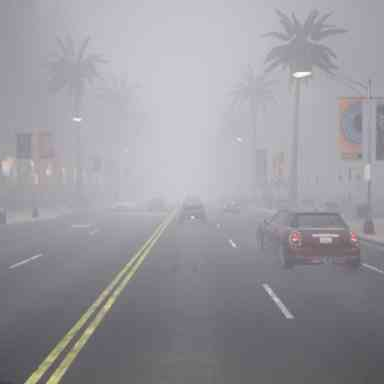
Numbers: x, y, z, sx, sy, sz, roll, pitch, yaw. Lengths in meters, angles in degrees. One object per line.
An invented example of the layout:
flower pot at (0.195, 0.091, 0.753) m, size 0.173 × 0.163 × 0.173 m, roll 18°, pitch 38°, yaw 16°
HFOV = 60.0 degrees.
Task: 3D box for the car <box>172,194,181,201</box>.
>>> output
car at (-3.436, 1.158, 74.327) m, size 2.128 × 1.511 × 4.902 m, roll 0°, pitch 0°, yaw 0°

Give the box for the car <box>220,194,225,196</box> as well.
car at (6.719, 1.176, 69.907) m, size 2.161 × 1.482 × 4.786 m, roll 0°, pitch 0°, yaw 0°

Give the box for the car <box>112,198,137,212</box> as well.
car at (-7.192, 1.353, 35.753) m, size 1.812 × 1.442 × 4.674 m, roll 0°, pitch 0°, yaw 0°

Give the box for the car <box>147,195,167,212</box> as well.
car at (-3.690, 1.333, 35.814) m, size 1.837 × 1.490 × 4.892 m, roll 0°, pitch 0°, yaw 0°

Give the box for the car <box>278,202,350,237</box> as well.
car at (6.538, 1.391, 18.602) m, size 2.231 × 1.521 × 4.892 m, roll 0°, pitch 0°, yaw 0°

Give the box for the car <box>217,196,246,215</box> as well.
car at (3.516, 1.393, 31.821) m, size 2.033 × 1.411 × 5.357 m, roll 0°, pitch 0°, yaw 0°

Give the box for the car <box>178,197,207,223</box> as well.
car at (0.035, 1.388, 24.393) m, size 1.837 × 1.490 × 4.892 m, roll 0°, pitch 1°, yaw 0°

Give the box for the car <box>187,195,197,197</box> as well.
car at (-0.014, 1.143, 44.301) m, size 2.097 × 1.767 × 4.553 m, roll 0°, pitch 1°, yaw -1°

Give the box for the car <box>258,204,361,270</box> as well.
car at (3.558, 1.298, 10.970) m, size 2.097 × 1.767 × 4.553 m, roll 0°, pitch 0°, yaw 0°

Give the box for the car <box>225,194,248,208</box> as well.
car at (6.470, 1.122, 47.976) m, size 2.185 × 1.767 × 4.553 m, roll 0°, pitch 0°, yaw 0°
